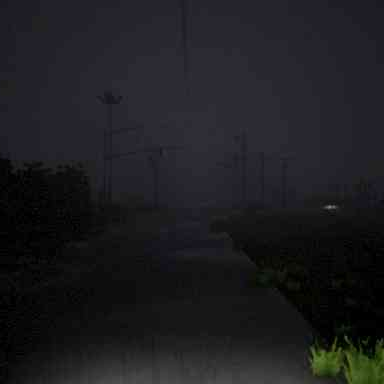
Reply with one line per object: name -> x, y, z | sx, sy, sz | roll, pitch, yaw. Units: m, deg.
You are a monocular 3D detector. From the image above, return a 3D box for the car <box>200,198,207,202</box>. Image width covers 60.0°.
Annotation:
car -> 3.049, 2.251, 88.310 | 1.882, 1.535, 5.008 | 0, -1, 3
